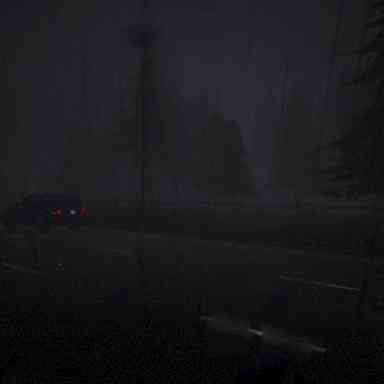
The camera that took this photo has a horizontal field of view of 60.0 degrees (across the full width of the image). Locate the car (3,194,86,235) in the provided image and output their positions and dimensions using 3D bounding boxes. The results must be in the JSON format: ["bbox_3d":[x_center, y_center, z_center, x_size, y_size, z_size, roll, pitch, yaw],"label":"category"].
[{"bbox_3d":[-8.244,1.111,18.474,5.566,2.045,2.150,0,0,36],"label":"car"}]
